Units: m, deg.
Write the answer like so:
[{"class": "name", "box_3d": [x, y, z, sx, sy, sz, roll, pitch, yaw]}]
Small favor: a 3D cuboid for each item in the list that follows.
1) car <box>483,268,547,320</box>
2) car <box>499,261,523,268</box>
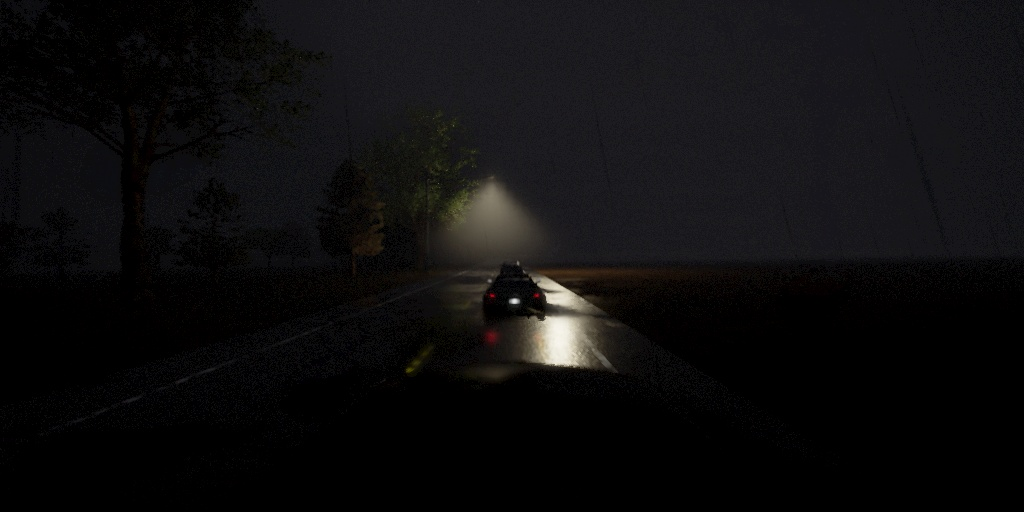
[{"class": "car", "box_3d": [0.069, 1.278, 12.395, 1.994, 1.385, 4.181, 0, 0, 0]}, {"class": "car", "box_3d": [-0.060, 1.152, 30.659, 2.128, 1.511, 4.902, 0, 0, -1]}]
